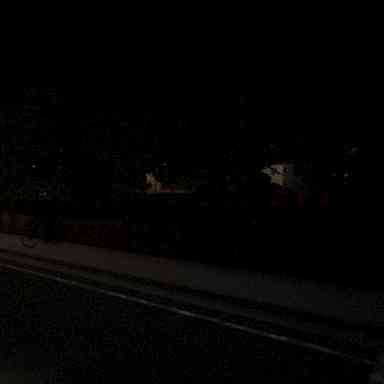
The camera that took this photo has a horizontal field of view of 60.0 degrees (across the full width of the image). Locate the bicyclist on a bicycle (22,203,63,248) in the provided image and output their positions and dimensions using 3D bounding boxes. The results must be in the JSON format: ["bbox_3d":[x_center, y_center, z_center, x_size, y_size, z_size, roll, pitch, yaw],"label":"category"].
[{"bbox_3d":[-5.627,1.235,12.579,0.582,1.620,1.656,0,1,35],"label":"bicyclist on a bicycle"}]
